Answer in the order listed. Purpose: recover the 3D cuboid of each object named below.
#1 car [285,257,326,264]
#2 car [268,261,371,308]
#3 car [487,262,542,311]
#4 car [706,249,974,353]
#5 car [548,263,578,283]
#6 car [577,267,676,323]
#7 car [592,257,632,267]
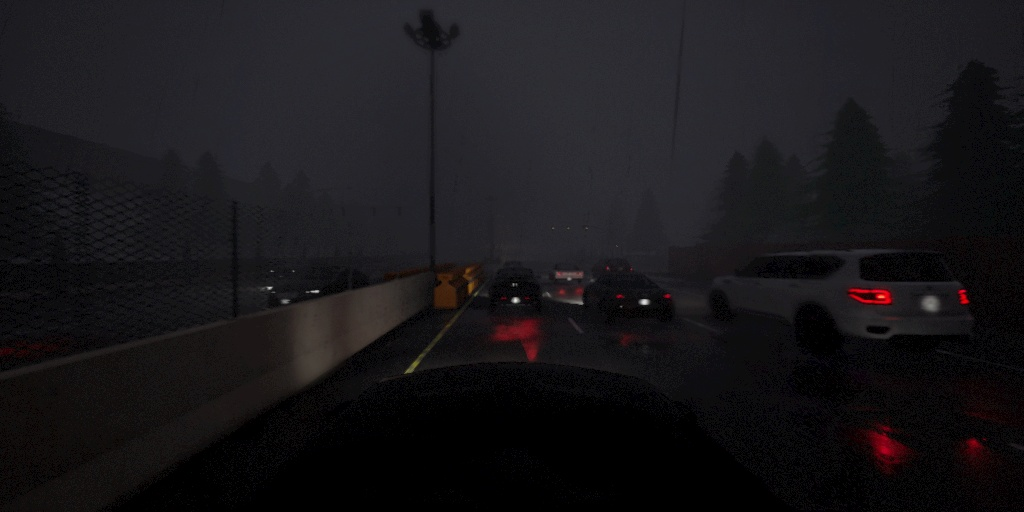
[{"bbox_3d":[-14.002,0.791,24.416,2.033,1.411,5.357,0,1,0],"label":"car"},{"bbox_3d":[-7.081,1.127,13.714,2.128,1.511,4.902,0,1,0],"label":"car"},{"bbox_3d":[0.103,1.140,13.844,1.837,1.490,4.892,0,0,0],"label":"car"},{"bbox_3d":[7.101,0.897,8.766,2.150,2.045,5.566,0,-1,0],"label":"car"},{"bbox_3d":[3.598,1.132,24.772,1.895,1.301,4.718,0,1,0],"label":"car"},{"bbox_3d":[3.599,1.217,11.749,1.994,1.385,4.181,0,0,0],"label":"car"},{"bbox_3d":[7.100,0.875,25.747,2.097,1.767,4.553,0,1,0],"label":"car"}]
